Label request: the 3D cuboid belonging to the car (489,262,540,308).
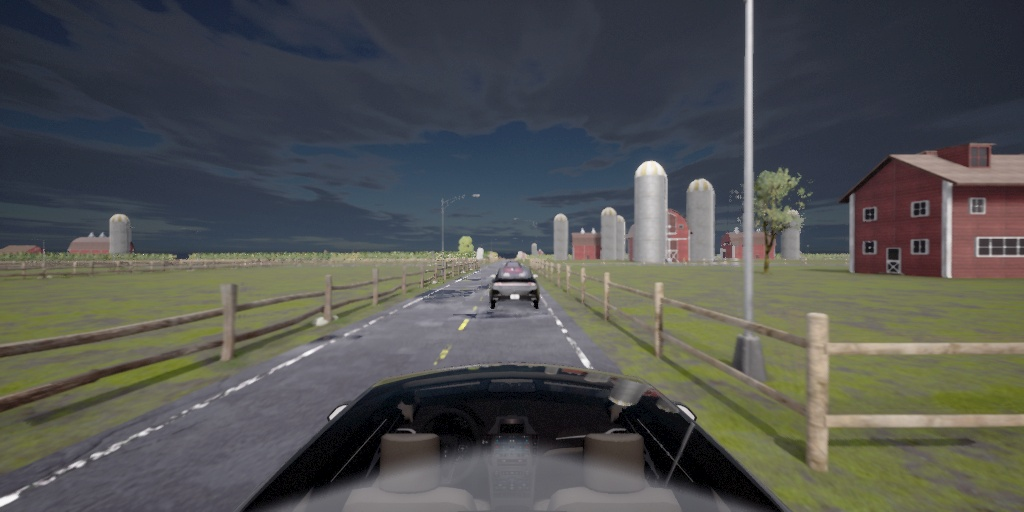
[{"bbox_3d":[0.096,1.186,14.778,2.128,1.511,4.902,0,0,0],"label":"car"}]
